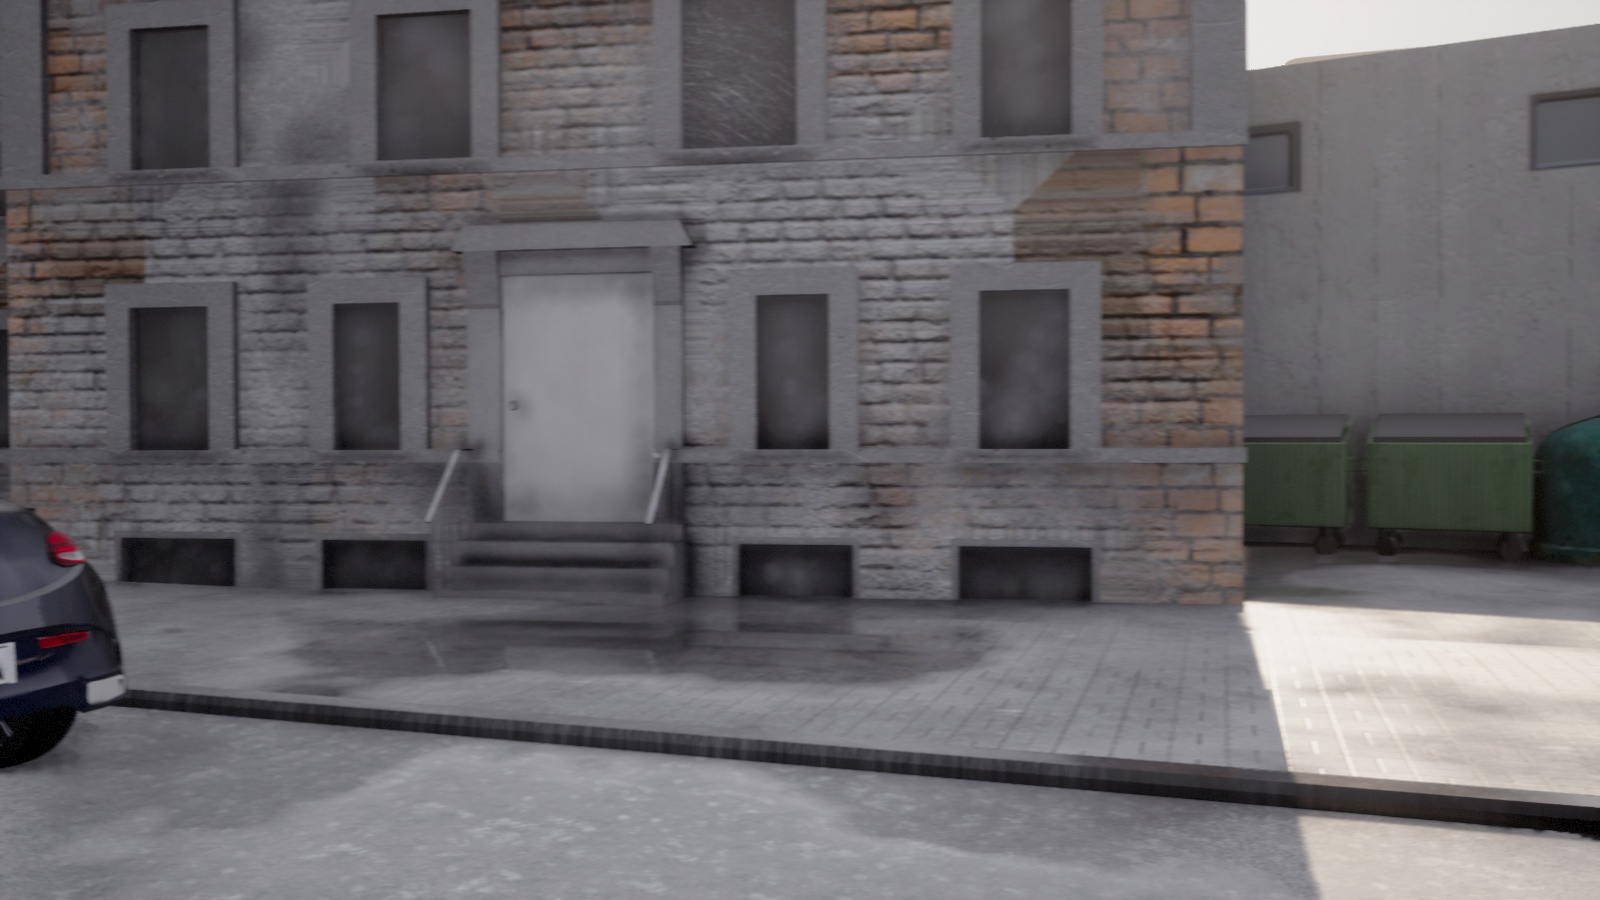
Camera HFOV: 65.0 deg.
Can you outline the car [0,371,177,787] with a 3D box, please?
[{"bbox_3d":[-5.620,0.494,5.607,5.027,1.651,2.152,1,1,19],"label":"car"}]
